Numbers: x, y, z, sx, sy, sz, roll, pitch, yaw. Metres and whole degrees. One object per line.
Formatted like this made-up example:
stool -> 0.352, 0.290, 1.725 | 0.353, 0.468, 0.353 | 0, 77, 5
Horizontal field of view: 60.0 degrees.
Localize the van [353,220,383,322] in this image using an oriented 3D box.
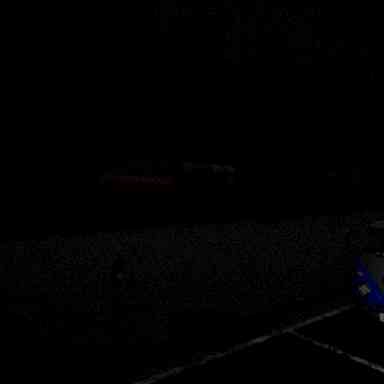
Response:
van -> 4.596, 1.351, 6.087 | 3.998, 1.788, 1.690 | 0, 0, -36
